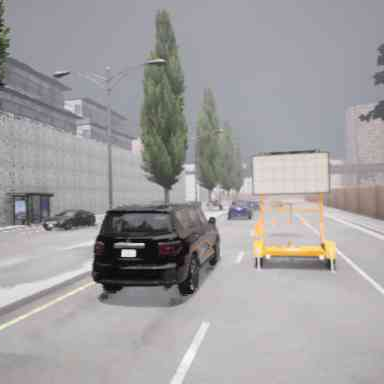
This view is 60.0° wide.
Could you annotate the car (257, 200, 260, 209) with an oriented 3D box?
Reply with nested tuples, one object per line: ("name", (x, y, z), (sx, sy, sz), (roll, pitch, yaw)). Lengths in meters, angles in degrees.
("car", (8.747, 1.712, 48.239), (1.882, 1.535, 5.008), (-2, -1, 14))

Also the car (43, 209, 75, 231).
("car", (-9.018, 2.023, 24.922), (1.812, 1.442, 4.674), (-2, -1, 15))

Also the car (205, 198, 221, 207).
("car", (3.949, 2.044, 62.893), (2.128, 1.511, 4.902), (-2, -1, 14))

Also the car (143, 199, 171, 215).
("car", (-4.479, 1.904, 43.250), (2.097, 1.767, 4.553), (-2, -1, 14))

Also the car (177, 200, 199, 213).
("car", (-0.483, 1.962, 44.872), (1.837, 1.490, 4.892), (-2, -1, 14))

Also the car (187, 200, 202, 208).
("car", (0.543, 2.222, 63.682), (1.895, 1.301, 4.718), (-2, -1, 14))

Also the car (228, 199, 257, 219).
("car", (4.609, 1.532, 31.079), (2.097, 1.767, 4.553), (-2, -1, 14))

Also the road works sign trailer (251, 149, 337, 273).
("road works sign trailer", (3.190, 0.483, 10.782), (2.380, 3.560, 2.880), (-2, -1, 14))

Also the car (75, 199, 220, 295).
("car", (-0.640, 1.332, 9.299), (2.150, 2.045, 5.566), (-2, -1, 14))

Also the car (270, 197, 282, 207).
("car", (14.023, 1.761, 55.618), (1.895, 1.301, 4.718), (-2, -1, 14))

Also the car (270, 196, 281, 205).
("car", (16.378, 1.655, 65.417), (1.882, 1.535, 5.008), (-2, -1, 14))

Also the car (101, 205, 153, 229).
("car", (-4.968, 1.890, 26.295), (2.128, 1.511, 4.902), (-2, -1, 14))
